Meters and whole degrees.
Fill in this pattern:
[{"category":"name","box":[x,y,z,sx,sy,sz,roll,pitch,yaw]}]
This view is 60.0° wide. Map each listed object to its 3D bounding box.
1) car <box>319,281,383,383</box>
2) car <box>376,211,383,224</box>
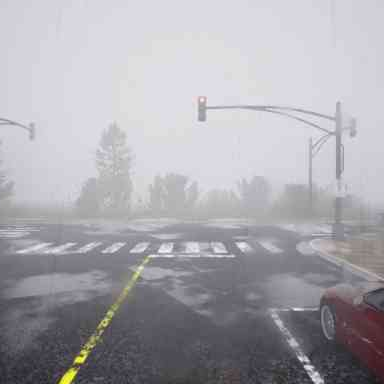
[{"category":"car","box":[2.813,1.581,3.545,1.802,1.307,4.206,-1,0,0]},{"category":"car","box":[14.557,1.475,21.703,4.674,1.442,1.812,0,1,0]}]
